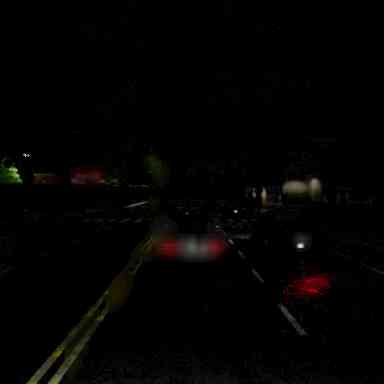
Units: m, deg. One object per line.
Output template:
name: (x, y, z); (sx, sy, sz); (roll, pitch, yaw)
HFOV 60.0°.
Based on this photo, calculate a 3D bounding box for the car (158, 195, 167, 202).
car: (-6.648, 1.386, 75.324); (1.837, 1.490, 4.892); (0, 0, 1)

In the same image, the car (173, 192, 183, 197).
car: (-3.154, 1.112, 74.714); (2.150, 2.045, 5.566); (0, 0, 1)

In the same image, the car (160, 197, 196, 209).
car: (-1.013, 1.448, 28.357); (2.128, 1.511, 4.902); (0, 0, -15)

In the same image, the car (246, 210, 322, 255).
car: (3.541, 1.484, 13.198); (1.837, 1.490, 4.892); (0, 0, 1)

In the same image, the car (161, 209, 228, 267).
car: (0.020, 1.530, 11.335); (2.033, 1.411, 5.357); (0, 0, 0)

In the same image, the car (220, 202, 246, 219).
car: (3.546, 1.521, 28.755); (1.994, 1.385, 4.181); (0, 0, 1)
